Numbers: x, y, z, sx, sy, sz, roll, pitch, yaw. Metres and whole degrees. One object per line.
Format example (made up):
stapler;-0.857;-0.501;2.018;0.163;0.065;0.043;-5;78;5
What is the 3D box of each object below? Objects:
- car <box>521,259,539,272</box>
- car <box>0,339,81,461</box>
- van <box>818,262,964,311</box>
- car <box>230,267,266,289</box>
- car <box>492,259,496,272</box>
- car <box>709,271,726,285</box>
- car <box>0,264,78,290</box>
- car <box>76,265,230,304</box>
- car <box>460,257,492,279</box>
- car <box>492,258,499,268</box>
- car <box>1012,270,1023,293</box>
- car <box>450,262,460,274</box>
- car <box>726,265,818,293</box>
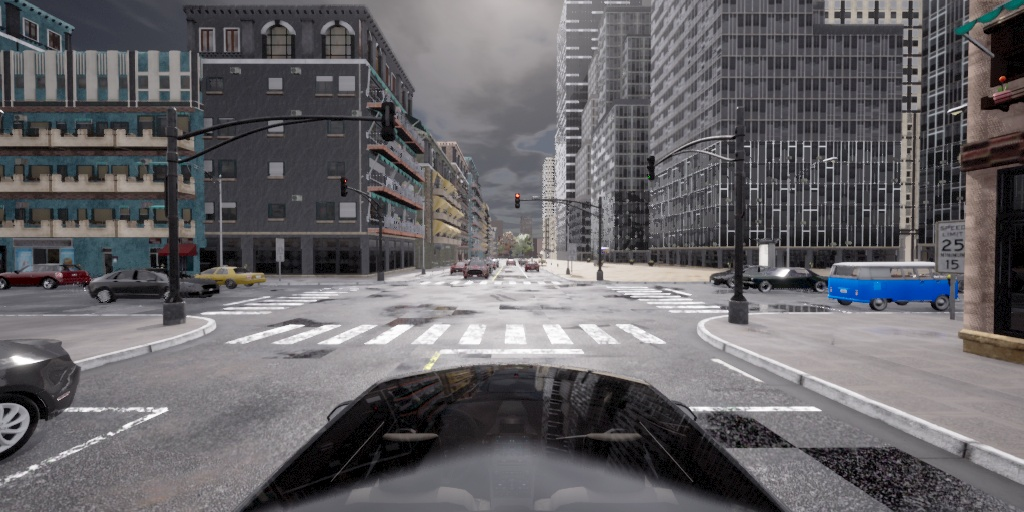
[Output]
car;2.529;1.289;45.945;1.888;1.381;4.507;0;0;0
car;-5.690;1.300;2.149;2.007;1.370;4.403;0;0;0
van;14.656;1.117;13.864;3.998;1.789;1.690;0;0;0
car;-17.940;1.247;22.096;4.829;1.417;1.751;0;0;0
car;-3.211;1.345;41.527;1.895;1.301;4.718;0;0;0
car;14.618;1.215;22.245;4.313;1.339;1.948;0;0;0
car;-28.837;1.190;22.046;4.097;1.591;1.967;0;0;0
car;-16.136;1.312;16.301;4.892;1.490;1.837;-1;1;0
car;-3.163;1.097;32.497;2.097;1.767;4.553;0;0;-1
car;-3.238;1.346;51.590;1.895;1.301;4.718;0;0;0
car;25.298;1.216;19.691;5.357;1.411;2.033;0;1;0
car;-5.801;1.289;40.215;1.888;1.381;4.507;0;0;0
car;14.805;1.289;19.646;4.718;1.301;1.895;0;1;0
